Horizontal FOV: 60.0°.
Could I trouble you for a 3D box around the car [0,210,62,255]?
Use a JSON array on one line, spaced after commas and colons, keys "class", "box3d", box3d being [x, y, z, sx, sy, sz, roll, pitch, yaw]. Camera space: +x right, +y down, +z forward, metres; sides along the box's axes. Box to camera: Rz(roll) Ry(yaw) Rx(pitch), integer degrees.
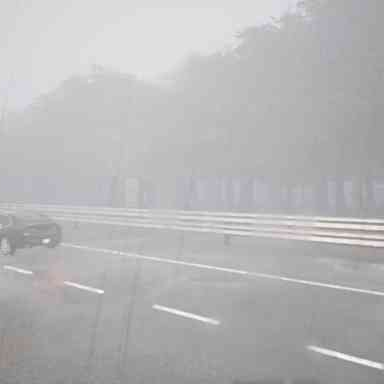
[{"class": "car", "box3d": [-7.180, 1.507, 13.300, 4.892, 1.490, 1.837, 0, 0, 36]}]
